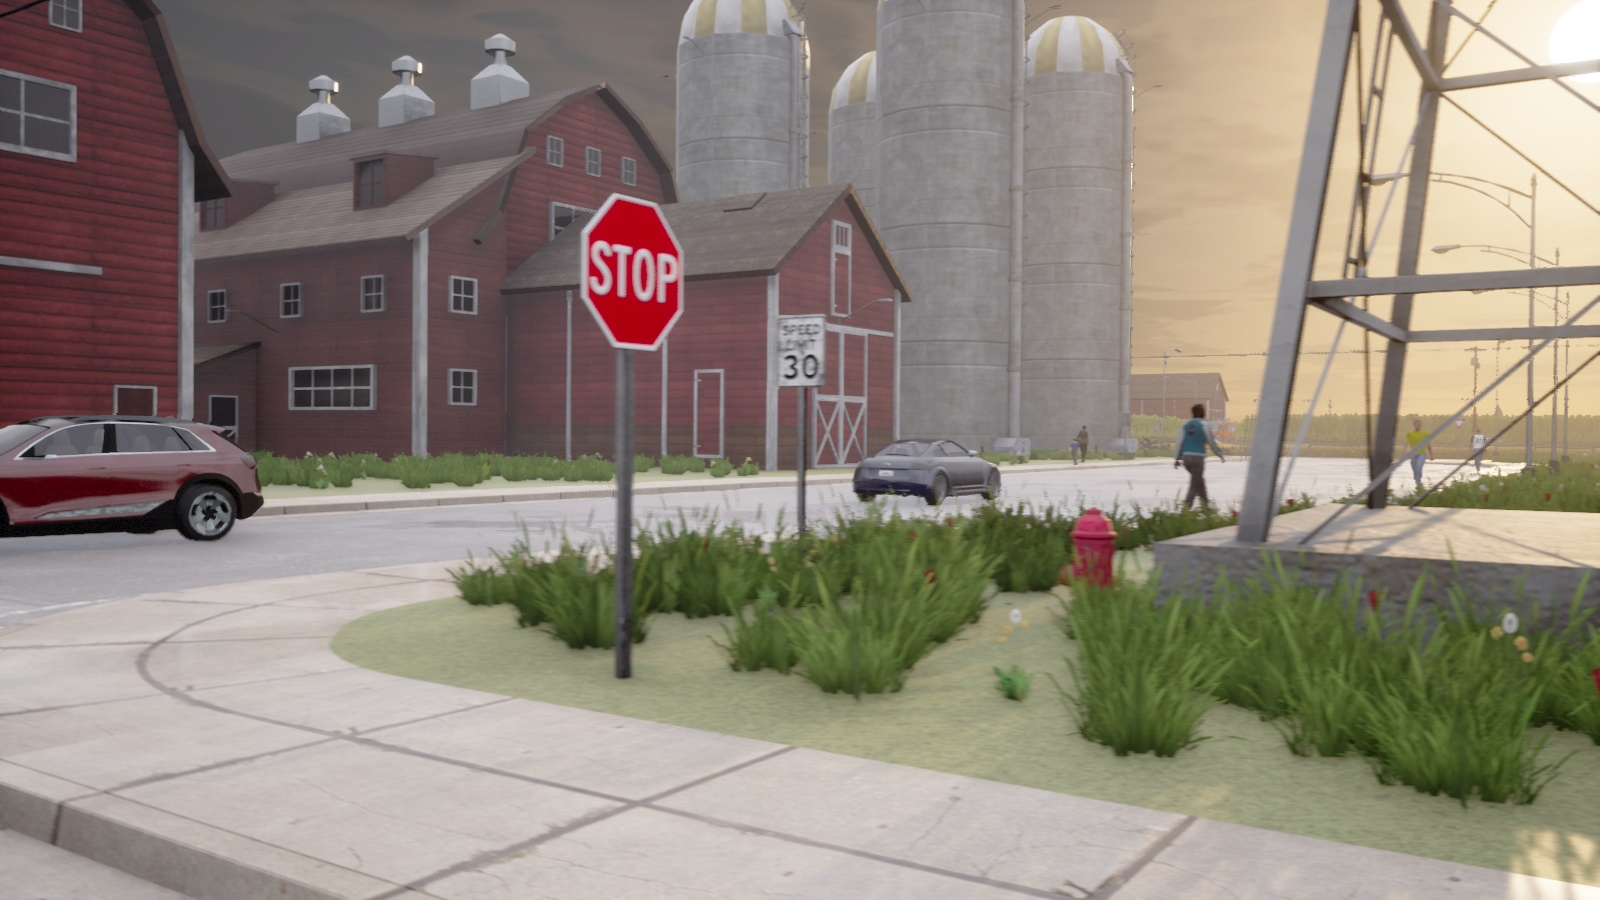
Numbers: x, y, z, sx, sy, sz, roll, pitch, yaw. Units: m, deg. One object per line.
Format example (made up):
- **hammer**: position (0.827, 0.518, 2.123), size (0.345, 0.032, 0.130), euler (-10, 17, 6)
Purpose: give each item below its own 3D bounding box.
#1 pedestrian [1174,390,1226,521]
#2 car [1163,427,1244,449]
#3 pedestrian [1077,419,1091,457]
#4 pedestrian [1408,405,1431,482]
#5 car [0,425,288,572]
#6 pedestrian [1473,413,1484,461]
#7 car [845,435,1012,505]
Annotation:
- **pedestrian**: position (6.006, 0.073, 18.854), size (0.692, 1.930, 0.396), euler (-1, 1, -33)
- **car**: position (29.694, -0.869, 92.464), size (5.366, 1.575, 1.801), euler (0, 1, 33)
- **pedestrian**: position (13.661, -0.569, 60.394), size (0.328, 1.805, 0.869), euler (0, 1, 35)
- **pedestrian**: position (14.844, -0.160, 30.083), size (0.354, 1.836, 0.706), euler (0, 1, 36)
- **car**: position (-9.146, 0.528, 15.559), size (2.033, 1.649, 4.856), euler (0, 1, 35)
- **pedestrian**: position (25.990, -0.507, 48.096), size (0.354, 1.836, 0.706), euler (0, 1, 32)
- **car**: position (2.930, 0.385, 27.775), size (1.994, 1.385, 4.181), euler (0, 1, 33)
